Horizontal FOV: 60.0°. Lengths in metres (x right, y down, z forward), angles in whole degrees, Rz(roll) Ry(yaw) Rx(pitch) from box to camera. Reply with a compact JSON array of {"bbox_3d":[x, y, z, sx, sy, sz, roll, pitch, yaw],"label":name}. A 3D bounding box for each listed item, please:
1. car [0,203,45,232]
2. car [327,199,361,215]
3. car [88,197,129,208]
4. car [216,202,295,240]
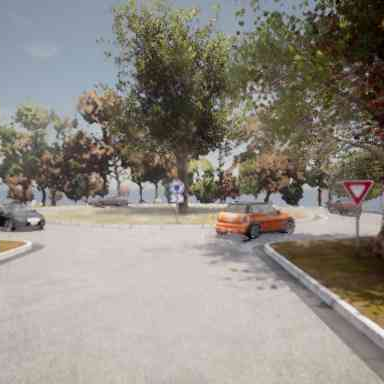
[{"bbox_3d":[-10.564,1.417,19.563,4.902,1.511,2.128,1,0,36],"label":"car"},{"bbox_3d":[14.588,1.407,31.936,1.812,1.442,4.674,1,0,5],"label":"car"},{"bbox_3d":[-11.382,1.380,45.436,5.357,1.411,2.033,0,0,-35],"label":"car"},{"bbox_3d":[3.338,1.289,16.976,4.553,1.767,2.097,0,1,-43],"label":"car"}]
